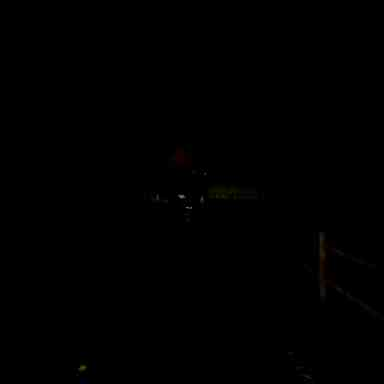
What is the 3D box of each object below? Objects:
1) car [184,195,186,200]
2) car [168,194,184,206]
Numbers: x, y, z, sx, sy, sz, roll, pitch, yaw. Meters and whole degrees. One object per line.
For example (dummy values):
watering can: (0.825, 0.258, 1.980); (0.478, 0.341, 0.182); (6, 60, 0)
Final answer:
car: (-2.625, 1.199, 83.047); (1.882, 1.535, 5.008); (0, 0, 0)
car: (-2.742, 1.412, 51.815); (1.882, 1.535, 5.008); (0, 1, 0)
